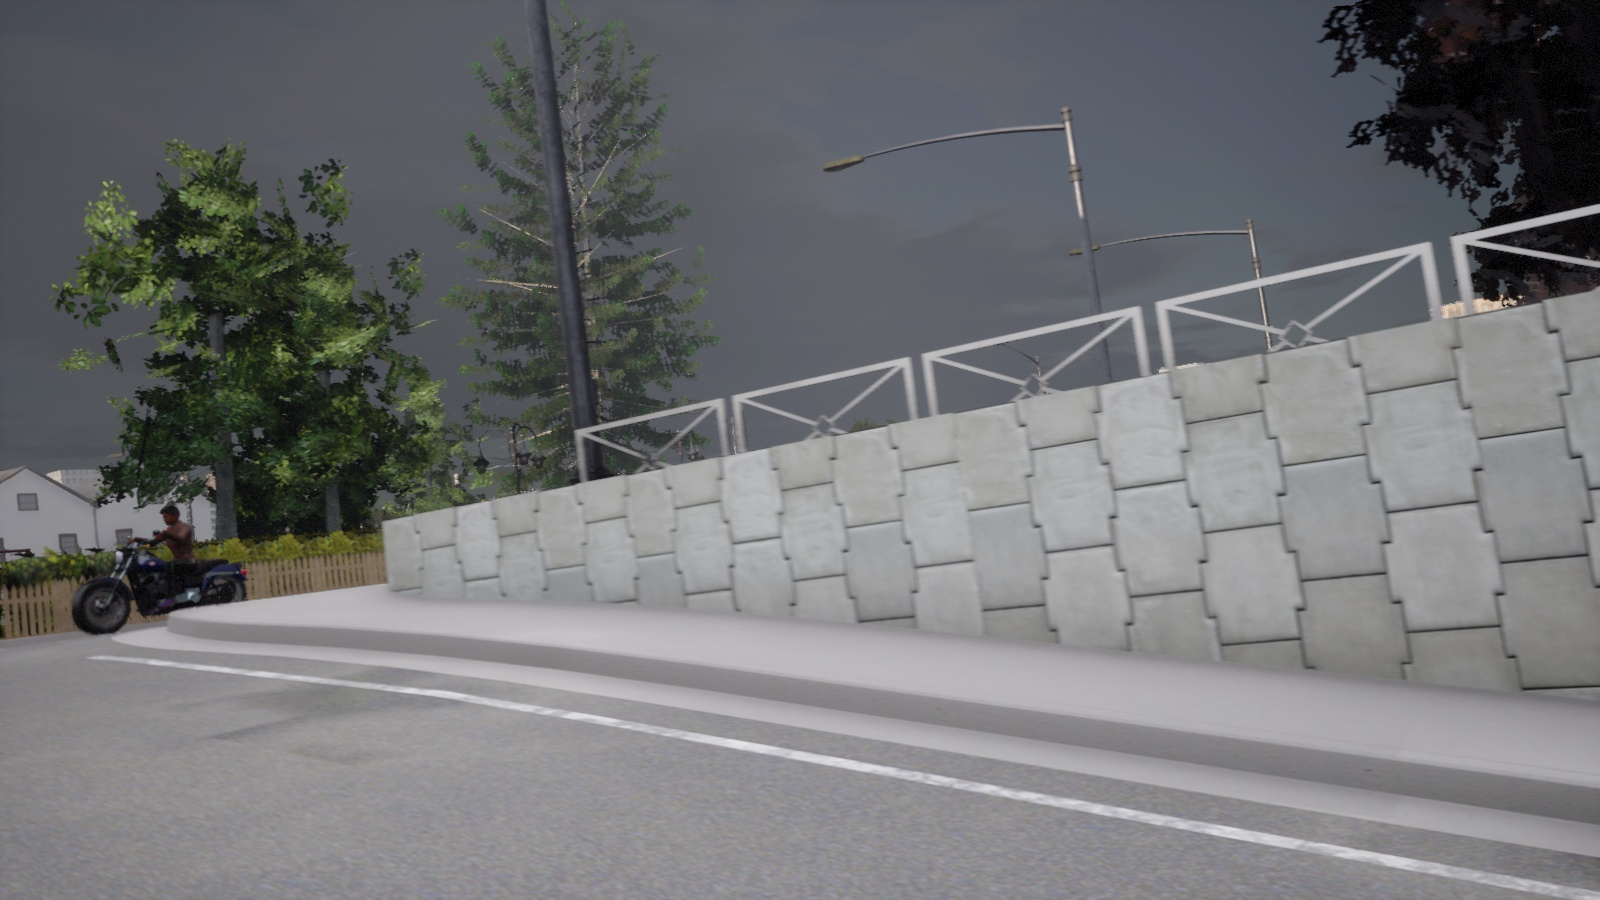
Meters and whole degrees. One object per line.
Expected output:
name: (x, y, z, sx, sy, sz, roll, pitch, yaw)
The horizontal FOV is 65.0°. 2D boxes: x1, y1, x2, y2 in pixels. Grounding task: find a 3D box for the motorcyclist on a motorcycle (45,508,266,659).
motorcyclist on a motorcycle: (-8.395, 1.702, 16.472, 0.766, 1.649, 2.350, -11, -5, 33)
